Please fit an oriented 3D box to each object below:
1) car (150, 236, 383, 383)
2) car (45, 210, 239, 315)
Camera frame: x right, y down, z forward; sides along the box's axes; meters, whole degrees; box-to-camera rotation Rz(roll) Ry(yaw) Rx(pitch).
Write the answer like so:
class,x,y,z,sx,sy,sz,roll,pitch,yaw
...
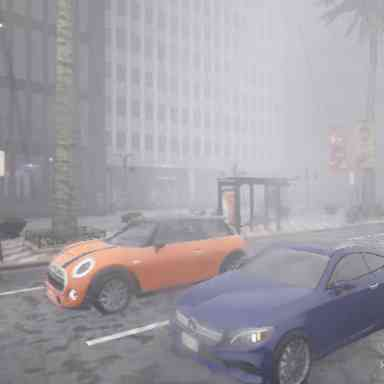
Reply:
class,x,y,z,sx,sy,sz,roll,pitch,yaw
car,1.869,1.519,5.301,4.674,1.442,1.812,0,0,-36
car,-0.861,1.346,7.665,4.553,1.767,2.097,0,0,-35
